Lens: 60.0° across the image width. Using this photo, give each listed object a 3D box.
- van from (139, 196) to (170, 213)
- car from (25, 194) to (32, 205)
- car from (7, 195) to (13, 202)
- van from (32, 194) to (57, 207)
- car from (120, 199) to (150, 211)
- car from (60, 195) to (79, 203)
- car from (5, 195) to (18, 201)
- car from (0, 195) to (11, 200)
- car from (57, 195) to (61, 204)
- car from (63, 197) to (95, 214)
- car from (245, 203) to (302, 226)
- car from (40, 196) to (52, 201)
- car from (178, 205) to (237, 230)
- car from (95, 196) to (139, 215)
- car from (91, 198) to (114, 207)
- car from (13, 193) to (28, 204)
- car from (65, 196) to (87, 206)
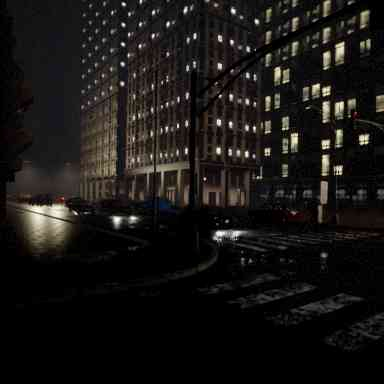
[{"bbox_3d":[-4.080,1.382,37.741,1.690,1.788,3.998,1,-1,-35],"label":"van"},{"bbox_3d":[-24.001,1.432,51.304,1.802,1.307,4.206,1,-1,-35],"label":"car"},{"bbox_3d":[-37.088,1.397,69.722,1.947,1.339,4.313,1,-1,-35],"label":"car"},{"bbox_3d":[-20.725,1.197,46.702,1.690,1.788,3.998,1,-1,-35],"label":"van"},{"bbox_3d":[-7.355,1.584,42.343,2.008,1.369,4.403,1,-1,-35],"label":"car"},{"bbox_3d":[-15.054,1.407,43.247,2.128,1.511,4.902,1,-1,-35],"label":"car"},{"bbox_3d":[-40.359,1.378,74.327,2.008,1.369,4.403,1,-1,-35],"label":"car"},{"bbox_3d":[-46.806,1.365,83.400,1.752,1.417,4.829,1,-1,-35],"label":"car"},{"bbox_3d":[-24.911,1.307,62.585,2.097,1.767,4.553,1,-1,-35],"label":"car"},{"bbox_3d":[-10.914,1.427,32.886,2.008,1.369,4.403,1,-1,-35],"label":"car"},{"bbox_3d":[5.734,1.505,23.926,1.967,1.590,4.097,1,-1,-35],"label":"car"},{"bbox_3d":[-36.802,1.570,83.784,1.802,1.307,4.206,1,-1,-35],"label":"car"},{"bbox_3d":[0.866,1.514,20.783,1.994,1.385,4.181,1,-1,-36],"label":"car"},{"bbox_3d":[-7.450,1.408,32.493,1.882,1.535,5.008,1,-1,-36],"label":"car"},{"bbox_3d":[-13.899,1.586,51.552,1.947,1.339,4.313,1,-1,-35],"label":"car"},{"bbox_3d":[-30.540,1.155,60.516,2.192,1.841,5.009,1,-1,-35],"label":"car"},{"bbox_3d":[-18.925,1.456,54.157,2.128,1.511,4.902,1,-1,-35],"label":"car"}]
